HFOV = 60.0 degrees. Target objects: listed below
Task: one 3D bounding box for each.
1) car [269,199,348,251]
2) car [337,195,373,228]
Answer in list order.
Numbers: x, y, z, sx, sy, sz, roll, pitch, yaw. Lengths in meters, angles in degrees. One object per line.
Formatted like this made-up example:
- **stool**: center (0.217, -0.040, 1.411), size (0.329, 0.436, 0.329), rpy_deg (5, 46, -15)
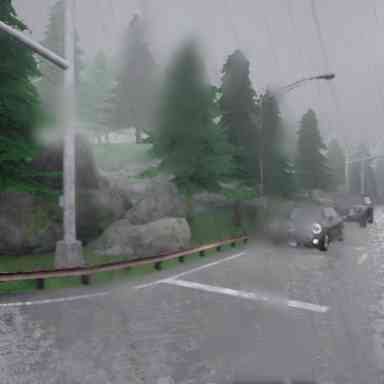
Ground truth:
- **car**: center (5.003, 1.349, 14.229), size (2.097, 1.767, 4.553), rpy_deg (0, 0, 35)
- **car**: center (10.872, 1.203, 22.663), size (2.150, 2.045, 5.566), rpy_deg (0, 0, 35)
